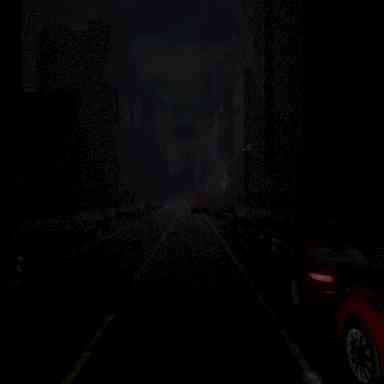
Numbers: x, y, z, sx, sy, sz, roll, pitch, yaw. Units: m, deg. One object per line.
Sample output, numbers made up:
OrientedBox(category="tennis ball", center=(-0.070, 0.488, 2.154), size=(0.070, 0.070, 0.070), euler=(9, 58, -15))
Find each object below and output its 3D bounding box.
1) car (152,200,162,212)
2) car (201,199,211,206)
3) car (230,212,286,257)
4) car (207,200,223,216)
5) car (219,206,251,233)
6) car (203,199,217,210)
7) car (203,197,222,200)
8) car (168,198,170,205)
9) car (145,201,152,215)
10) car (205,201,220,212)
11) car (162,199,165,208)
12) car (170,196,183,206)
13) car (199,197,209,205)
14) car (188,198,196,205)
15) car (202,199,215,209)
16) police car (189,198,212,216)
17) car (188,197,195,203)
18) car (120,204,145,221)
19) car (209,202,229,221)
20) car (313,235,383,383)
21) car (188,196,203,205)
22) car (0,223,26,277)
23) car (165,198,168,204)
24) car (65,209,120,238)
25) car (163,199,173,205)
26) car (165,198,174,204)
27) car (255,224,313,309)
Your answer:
OrientedBox(category="car", center=(-5.690, 1.978, 46.399), size=(1.887, 1.381, 4.507), euler=(0, -1, 0))
OrientedBox(category="car", center=(2.825, 2.187, 68.512), size=(2.008, 1.369, 4.403), euler=(0, -1, 0))
OrientedBox(category="car", center=(2.852, 1.692, 13.277), size=(1.947, 1.339, 4.313), euler=(0, -1, 0))
OrientedBox(category="car", center=(2.842, 1.859, 35.542), size=(1.752, 1.417, 4.829), euler=(0, -1, 0))
OrientedBox(category="car", center=(2.849, 1.729, 18.802), size=(2.008, 1.369, 4.403), euler=(0, -1, 0))
OrientedBox(category="car", center=(2.833, 1.924, 51.943), size=(1.967, 1.590, 4.097), euler=(0, -1, 0))
OrientedBox(category="car", center=(2.839, 1.698, 40.897), size=(2.192, 1.841, 5.009), euler=(0, -1, 0))
OrientedBox(category="car", center=(-5.703, 2.269, 74.023), size=(1.802, 1.307, 4.206), euler=(0, -1, 0))
OrientedBox(category="car", center=(-5.685, 1.914, 35.349), size=(1.802, 1.307, 4.206), euler=(0, -1, 0))
OrientedBox(category="car", center=(2.836, 1.960, 46.589), size=(1.752, 1.417, 4.829), euler=(0, -1, 0))
OrientedBox(category="car", center=(-5.693, 2.050, 51.923), size=(1.947, 1.339, 4.313), euler=(0, -1, 0))
OrientedBox(category="car", center=(-3.035, 2.185, 71.761), size=(2.128, 1.511, 4.902), euler=(0, -1, 0))
OrientedBox(category="car", center=(2.820, 2.053, 79.561), size=(2.192, 1.841, 5.009), euler=(0, -1, 0))
OrientedBox(category="car", center=(-0.036, 2.092, 74.225), size=(1.837, 1.490, 4.892), euler=(0, -1, 0))
OrientedBox(category="car", center=(2.831, 1.975, 57.466), size=(1.967, 1.590, 4.097), euler=(0, -1, 0))
OrientedBox(category="police car", center=(0.881, 1.780, 37.862), size=(1.930, 1.638, 5.238), euler=(0, -1, 0))
OrientedBox(category="car", center=(-0.043, 2.187, 88.873), size=(1.812, 1.442, 4.674), euler=(0, -1, 0))
OrientedBox(category="car", center=(-5.682, 1.826, 29.825), size=(1.887, 1.381, 4.507), euler=(0, -1, 0))
OrientedBox(category="car", center=(2.844, 1.847, 29.848), size=(1.947, 1.339, 4.313), euler=(0, -1, 0))
OrientedBox(category="car", center=(2.857, 1.337, 2.233), size=(2.192, 1.841, 5.009), euler=(0, -1, 0))
OrientedBox(category="car", center=(0.877, 1.670, 47.783), size=(2.150, 2.045, 5.566), euler=(0, -1, 0))
OrientedBox(category="car", center=(-5.671, 1.515, 7.726), size=(1.967, 1.590, 4.097), euler=(0, -1, 0))
OrientedBox(category="car", center=(-5.695, 2.101, 57.448), size=(1.947, 1.339, 4.313), euler=(0, -1, 0))
OrientedBox(category="car", center=(-5.677, 1.729, 18.774), size=(2.008, 1.369, 4.403), euler=(0, -1, 0))
OrientedBox(category="car", center=(-5.706, 2.304, 79.548), size=(1.947, 1.339, 4.313), euler=(0, -1, 0))
OrientedBox(category="car", center=(-5.709, 2.229, 85.074), size=(1.967, 1.590, 4.097), euler=(0, -1, 0))
OrientedBox(category="car", center=(2.855, 1.656, 7.754), size=(1.802, 1.307, 4.206), euler=(0, -1, 0))
